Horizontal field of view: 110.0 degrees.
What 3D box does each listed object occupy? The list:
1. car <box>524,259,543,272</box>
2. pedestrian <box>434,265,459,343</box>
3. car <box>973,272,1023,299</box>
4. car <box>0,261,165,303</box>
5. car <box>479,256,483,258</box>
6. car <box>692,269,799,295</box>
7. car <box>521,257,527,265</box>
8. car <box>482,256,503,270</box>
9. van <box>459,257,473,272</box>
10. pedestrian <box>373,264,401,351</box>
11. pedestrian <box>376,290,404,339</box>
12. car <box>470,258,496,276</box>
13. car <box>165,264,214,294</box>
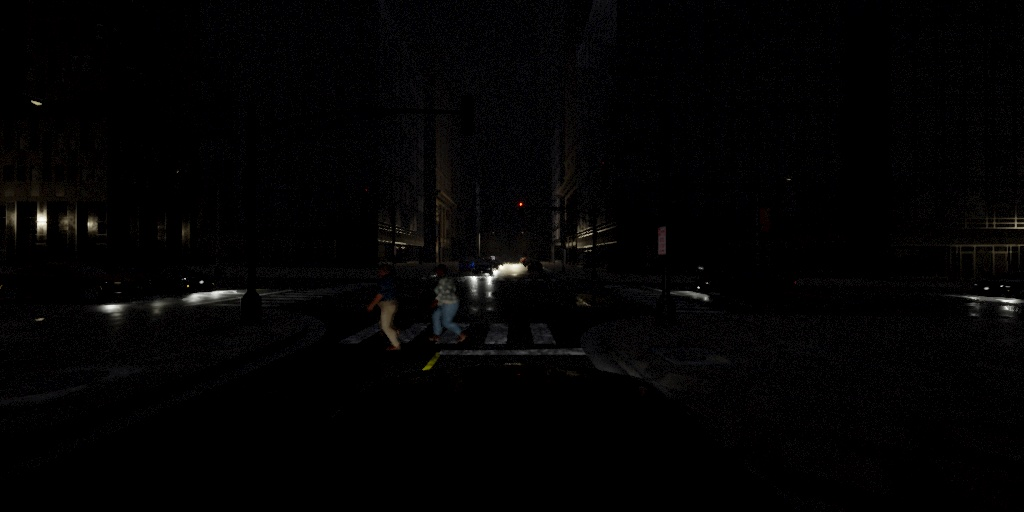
[{"bbox_3d":[2.886,1.276,45.092,1.948,1.339,4.313,0,0,0],"label":"car"},{"bbox_3d":[-1.487,1.042,8.200,0.375,1.860,0.375,0,0,0],"label":"pedestrian"},{"bbox_3d":[30.230,1.681,20.989,4.892,1.490,1.837,1,0,0],"label":"car"},{"bbox_3d":[-17.608,0.991,14.568,5.008,1.535,1.882,1,0,0],"label":"car"},{"bbox_3d":[-5.528,1.119,62.094,1.967,1.591,4.097,0,0,0],"label":"car"},{"bbox_3d":[13.650,1.500,21.085,5.357,1.411,2.033,1,0,0],"label":"car"},{"bbox_3d":[2.997,1.261,62.040,1.802,1.307,4.207,0,0,0],"label":"car"},{"bbox_3d":[-2.829,1.193,51.091,2.128,1.511,4.902,0,0,1],"label":"car"},{"bbox_3d":[-5.639,1.051,45.147,1.690,1.789,3.998,0,0,0],"label":"van"},{"bbox_3d":[-2.605,1.043,7.509,0.375,1.860,0.375,0,0,0],"label":"pedestrian"},{"bbox_3d":[-2.988,1.421,8.802,0.500,1.100,0.500,0,0,0],"label":"pedestrian"},{"bbox_3d":[-2.925,1.247,37.232,1.812,1.442,4.674,0,0,0],"label":"car"},{"bbox_3d":[-17.417,1.091,17.817,4.181,1.385,1.994,1,0,0],"label":"car"}]
